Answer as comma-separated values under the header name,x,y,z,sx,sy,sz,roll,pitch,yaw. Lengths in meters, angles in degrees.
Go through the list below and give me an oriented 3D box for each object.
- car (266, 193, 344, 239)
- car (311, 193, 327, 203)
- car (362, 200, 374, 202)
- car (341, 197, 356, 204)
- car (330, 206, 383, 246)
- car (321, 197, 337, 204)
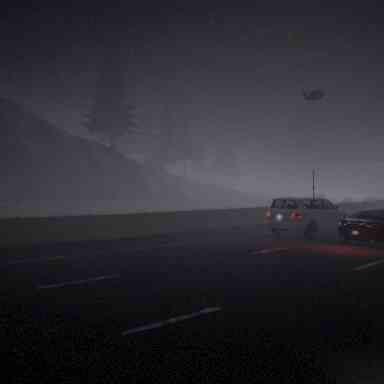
name,x,y,z,sx,sy,sz,roll,pitch,yaw
car,6.233,1.255,17.629,5.566,2.045,2.150,0,0,-40
car,27.791,1.186,72.725,2.150,2.045,5.566,0,0,34
car,32.851,1.517,61.585,2.128,1.511,4.902,0,0,35
car,29.888,1.588,63.455,1.895,1.301,4.718,0,0,35
car,8.451,1.482,14.922,5.008,1.535,1.882,0,0,-40
car,26.943,1.589,65.349,1.895,1.301,4.718,0,0,35
